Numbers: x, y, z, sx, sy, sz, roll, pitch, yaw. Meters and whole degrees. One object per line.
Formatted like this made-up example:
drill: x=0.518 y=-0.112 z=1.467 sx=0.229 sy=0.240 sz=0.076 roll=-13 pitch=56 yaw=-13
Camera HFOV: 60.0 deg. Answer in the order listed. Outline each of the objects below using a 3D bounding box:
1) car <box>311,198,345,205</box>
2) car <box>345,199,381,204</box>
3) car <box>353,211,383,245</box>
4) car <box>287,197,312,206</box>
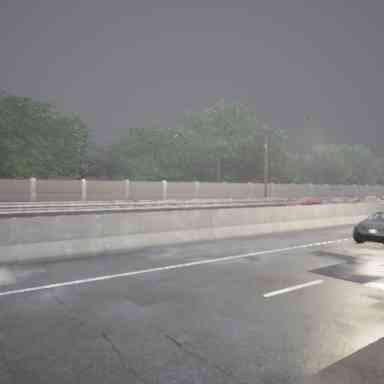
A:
car: x=15.671 y=1.512 z=36.661 sx=4.718 sy=1.301 sz=1.895 roll=0 pitch=0 yaw=-35
car: x=18.099 y=1.436 z=34.094 sx=4.674 sy=1.442 sz=1.812 roll=0 pitch=0 yaw=-35
car: x=8.787 y=1.516 z=14.315 sx=4.181 sy=1.385 sz=1.994 roll=0 pitch=0 yaw=-36
car: x=13.365 y=1.389 z=39.316 sx=5.008 sy=1.535 sz=1.882 roll=0 pitch=0 yaw=-35
